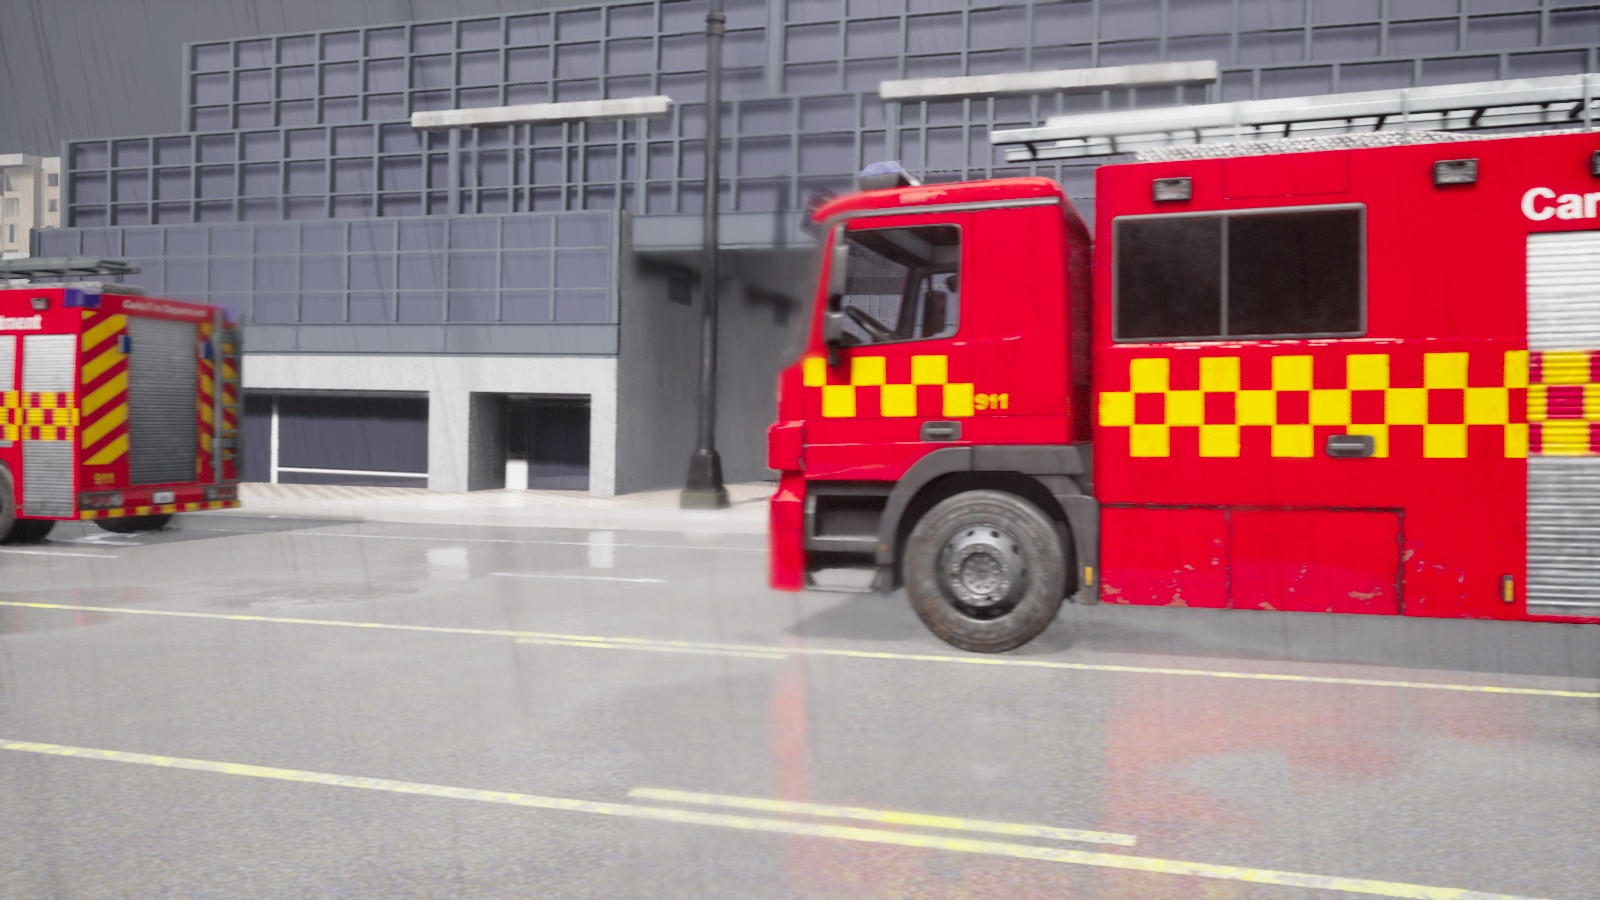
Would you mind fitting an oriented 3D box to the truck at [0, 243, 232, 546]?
[{"bbox_3d":[-12.901,-0.804,18.595,8.468,3.827,2.891,1,1,19],"label":"truck"}]

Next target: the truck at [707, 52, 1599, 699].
[{"bbox_3d":[3.796,-0.470,9.282,8.468,3.827,2.891,1,1,19],"label":"truck"}]
